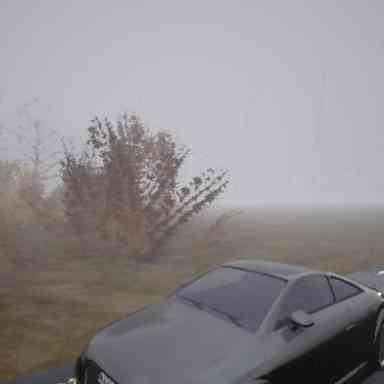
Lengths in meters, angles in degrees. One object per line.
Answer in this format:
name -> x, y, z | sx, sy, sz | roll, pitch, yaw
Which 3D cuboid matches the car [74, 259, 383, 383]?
car -> 0.797, 1.606, 4.063 | 4.181, 1.385, 1.994 | 0, -1, -40
